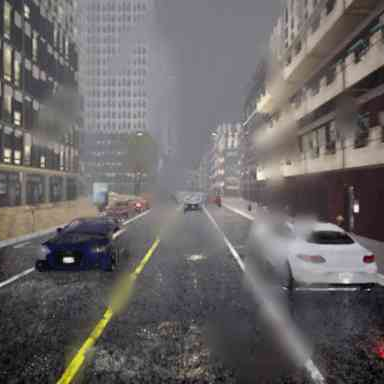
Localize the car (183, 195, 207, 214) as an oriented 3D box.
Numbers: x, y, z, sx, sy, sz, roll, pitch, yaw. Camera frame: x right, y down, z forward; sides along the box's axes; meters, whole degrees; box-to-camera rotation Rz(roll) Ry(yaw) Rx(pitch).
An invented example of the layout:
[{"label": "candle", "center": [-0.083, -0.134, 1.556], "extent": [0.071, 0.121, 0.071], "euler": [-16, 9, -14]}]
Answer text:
[{"label": "car", "center": [0.097, 1.306, 32.425], "extent": [2.033, 1.411, 5.357], "euler": [0, 0, 0]}]

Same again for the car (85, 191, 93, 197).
[{"label": "car", "center": [-27.327, 0.265, 80.075], "extent": [5.009, 1.841, 2.192], "euler": [1, -1, -1]}]

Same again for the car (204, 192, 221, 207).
[{"label": "car", "center": [2.711, 0.993, 43.581], "extent": [2.192, 1.841, 5.009], "euler": [0, 0, 0]}]

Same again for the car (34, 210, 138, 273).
[{"label": "car", "center": [-3.094, 1.486, 10.301], "extent": [1.994, 1.385, 4.181], "euler": [0, 0, 0]}]

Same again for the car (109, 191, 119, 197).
[{"label": "car", "center": [-21.985, 0.491, 88.599], "extent": [4.829, 1.417, 1.752], "euler": [1, 0, -1]}]

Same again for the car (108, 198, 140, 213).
[{"label": "car", "center": [-5.678, 1.381, 26.934], "extent": [1.802, 1.307, 4.206], "euler": [0, 0, 0]}]

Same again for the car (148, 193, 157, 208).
[{"label": "car", "center": [-5.672, 1.033, 38.034], "extent": [2.192, 1.841, 5.009], "euler": [0, 0, 0]}]

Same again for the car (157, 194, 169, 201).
[{"label": "car", "center": [-5.658, 1.090, 65.485], "extent": [1.947, 1.339, 4.313], "euler": [0, 0, 0]}]

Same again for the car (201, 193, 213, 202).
[{"label": "car", "center": [2.720, 1.001, 60.235], "extent": [1.967, 1.590, 4.097], "euler": [0, 0, 0]}]

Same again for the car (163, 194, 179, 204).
[{"label": "car", "center": [-3.046, 1.125, 51.822], "extent": [1.837, 1.490, 4.892], "euler": [0, 0, 0]}]

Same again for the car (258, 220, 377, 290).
[{"label": "car", "center": [3.005, 1.460, 8.790], "extent": [1.812, 1.442, 4.674], "euler": [0, 0, 0]}]

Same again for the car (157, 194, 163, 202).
[{"label": "car", "center": [-5.660, 1.127, 60.239], "extent": [1.947, 1.339, 4.313], "euler": [0, 0, 0]}]

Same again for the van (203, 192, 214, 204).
[{"label": "van", "center": [2.717, 0.941, 54.684], "extent": [1.690, 1.788, 3.998], "euler": [0, 0, 0]}]

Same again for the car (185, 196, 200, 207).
[{"label": "car", "center": [0.049, 1.267, 45.321], "extent": [1.895, 1.301, 4.718], "euler": [0, 0, 0]}]

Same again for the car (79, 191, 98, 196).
[{"label": "car", "center": [-27.430, 0.431, 88.452], "extent": [4.313, 1.339, 1.947], "euler": [1, 0, -1]}]

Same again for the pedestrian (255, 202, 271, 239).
[{"label": "pedestrian", "center": [2.522, 1.206, 11.614], "extent": [0.375, 1.860, 0.375], "euler": [0, 1, -1]}]

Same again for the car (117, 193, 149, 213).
[{"label": "car", "center": [-5.675, 1.199, 32.484], "extent": [1.967, 1.590, 4.097], "euler": [0, 0, 0]}]
